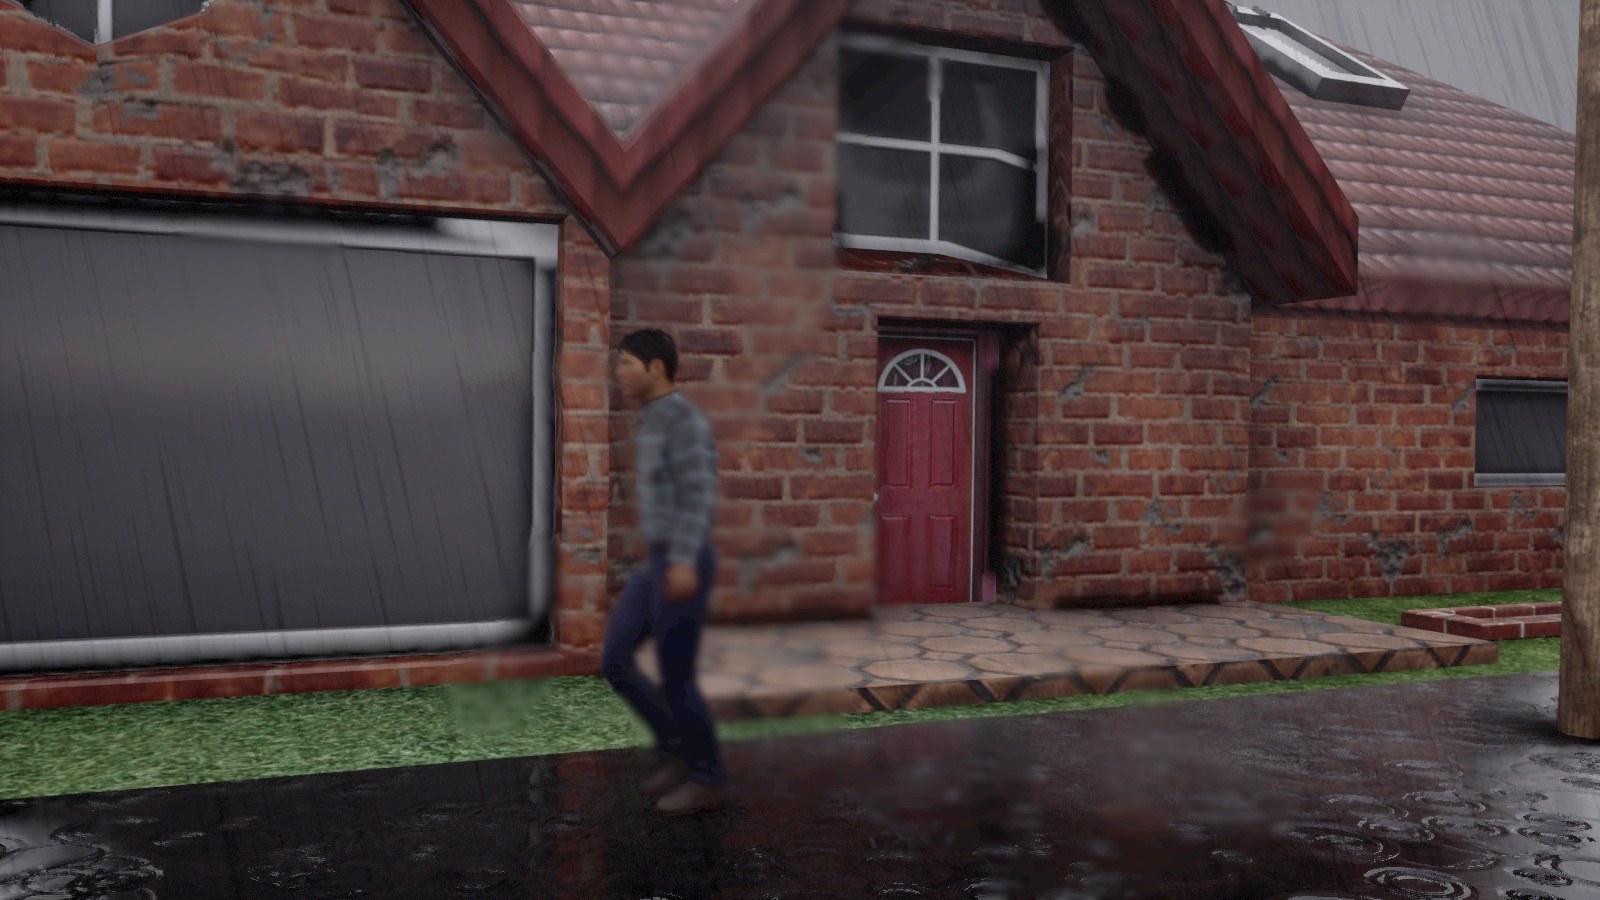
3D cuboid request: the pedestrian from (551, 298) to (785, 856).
[{"bbox_3d":[-0.500,0.437,4.685,0.788,1.949,0.423,-1,1,-15],"label":"pedestrian"}]
